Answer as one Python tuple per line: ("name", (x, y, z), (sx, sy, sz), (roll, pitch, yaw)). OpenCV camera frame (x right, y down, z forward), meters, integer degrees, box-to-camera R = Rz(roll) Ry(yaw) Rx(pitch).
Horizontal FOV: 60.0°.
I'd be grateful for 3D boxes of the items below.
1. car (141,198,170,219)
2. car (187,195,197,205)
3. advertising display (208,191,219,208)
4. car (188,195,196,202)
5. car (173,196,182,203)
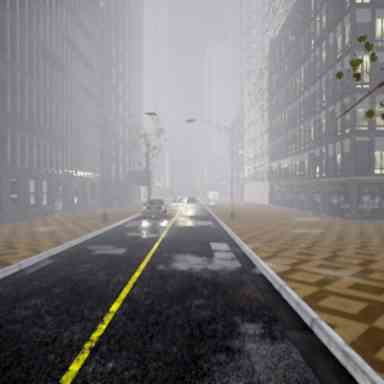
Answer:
("car", (-3.088, 1.352, 28.823), (2.097, 1.767, 4.553), (0, 0, 0))
("car", (0.008, 1.525, 57.947), (1.837, 1.490, 4.892), (0, 0, 0))
("advertising display", (3.154, 1.037, 48.615), (1.540, 2.440, 0.280), (1, 0, 0))
("car", (0.012, 1.425, 71.871), (1.812, 1.442, 4.674), (0, 0, 0))
("car", (-2.990, 1.498, 69.204), (2.128, 1.511, 4.902), (0, 0, 0))
